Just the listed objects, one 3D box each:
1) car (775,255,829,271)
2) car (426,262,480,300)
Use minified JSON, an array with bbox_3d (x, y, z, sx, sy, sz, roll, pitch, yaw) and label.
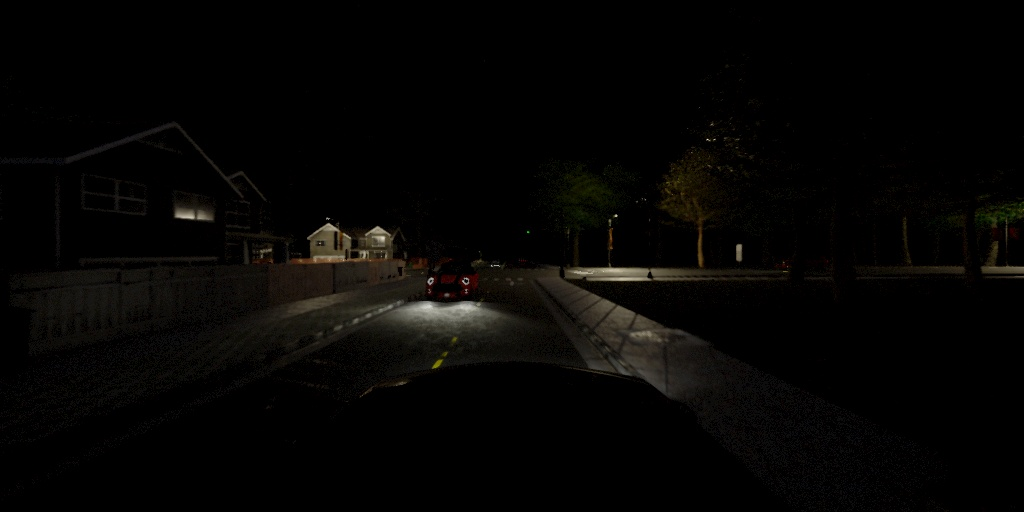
[{"bbox_3d":[36.170,0.847,44.752,5.566,2.045,2.150,0,0,0],"label":"car"},{"bbox_3d":[-2.823,1.120,17.863,2.097,1.767,4.553,0,0,0],"label":"car"}]
